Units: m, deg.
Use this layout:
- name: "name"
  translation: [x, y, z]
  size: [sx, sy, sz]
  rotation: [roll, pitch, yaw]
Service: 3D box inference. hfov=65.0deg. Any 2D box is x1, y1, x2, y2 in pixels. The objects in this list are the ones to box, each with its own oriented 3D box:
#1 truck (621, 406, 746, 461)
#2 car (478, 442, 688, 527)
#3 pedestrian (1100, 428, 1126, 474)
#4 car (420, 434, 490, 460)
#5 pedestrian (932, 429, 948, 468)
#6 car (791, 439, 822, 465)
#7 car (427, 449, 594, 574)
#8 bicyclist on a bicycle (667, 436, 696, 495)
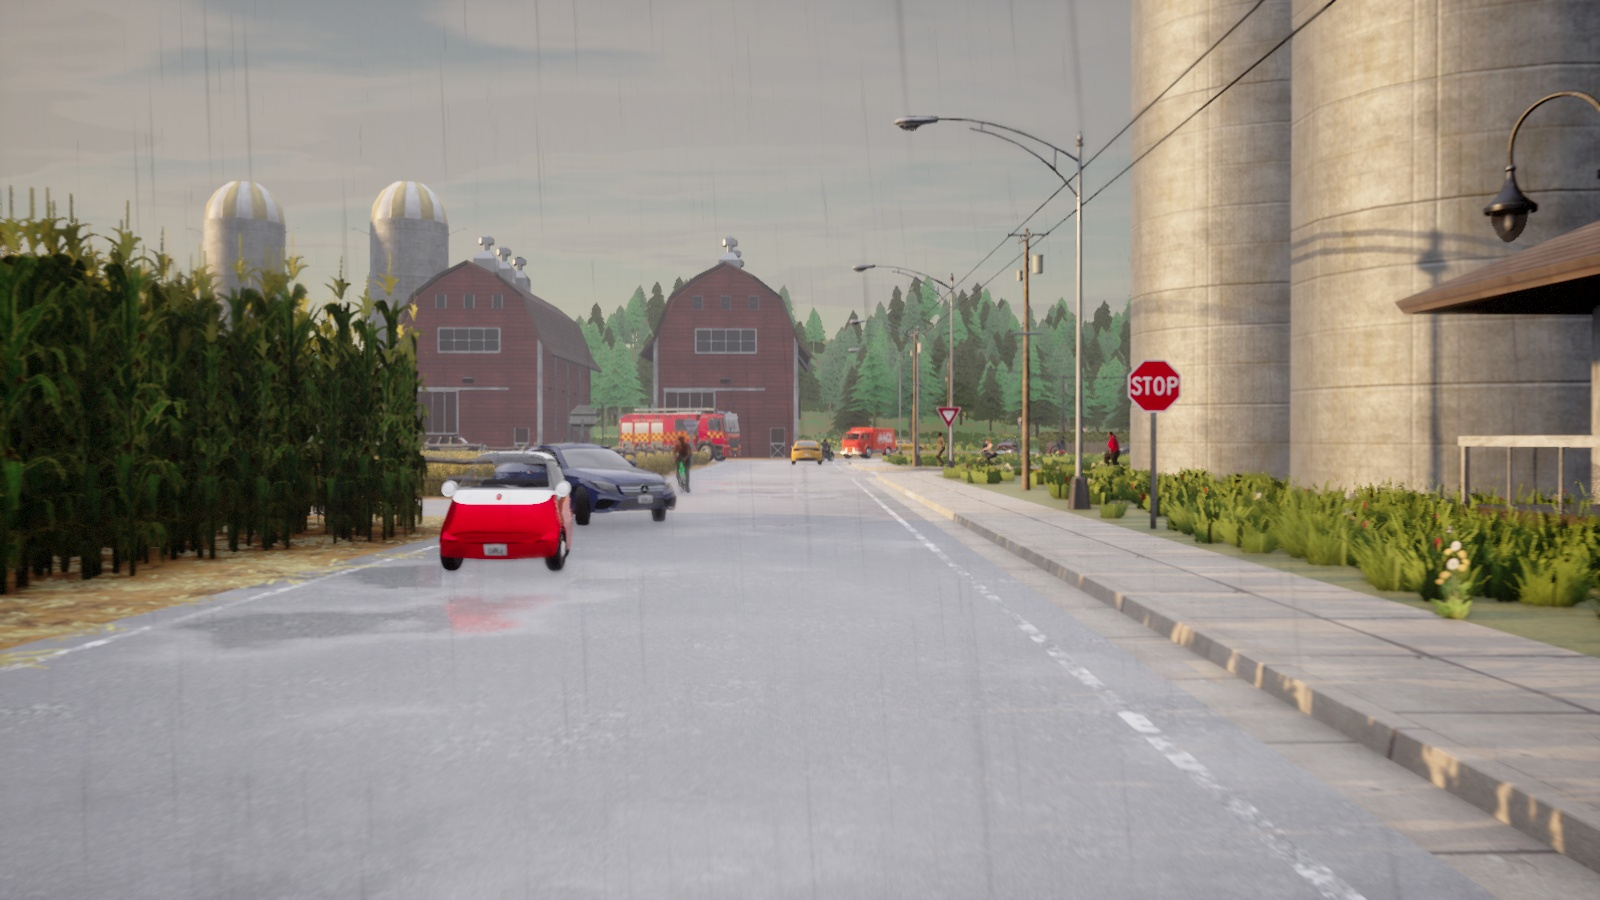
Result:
- name: "truck"
  translation: [-8.345, -1.151, 90.078]
  size: [8.468, 3.827, 2.891]
  rotation: [0, 0, 18]
- name: "car"
  translation: [-4.224, 0.578, 23.822]
  size: [1.812, 1.442, 4.674]
  rotation: [0, 1, -40]
- name: "pedestrian"
  translation: [12.722, 0.031, 51.093]
  size: [0.899, 1.844, 0.634]
  rotation: [0, 0, 3]
- name: "car"
  translation: [-24.950, -0.217, 91.019]
  size: [4.605, 1.855, 1.932]
  rotation: [0, 0, -3]
- name: "pedestrian"
  translation: [7.003, -0.076, 62.724]
  size: [0.692, 1.930, 0.396]
  rotation: [0, 0, -21]
- name: "car"
  translation: [0.423, 0.101, 78.973]
  size: [1.882, 1.535, 5.008]
  rotation: [0, 0, 0]
- name: "car"
  translation: [-3.402, 0.679, 15.053]
  size: [1.481, 1.376, 2.207]
  rotation: [0, 0, 0]
- name: "bicyclist on a bicycle"
  translation: [-3.314, 0.416, 35.290]
  size: [0.582, 1.620, 1.656]
  rotation: [0, 1, 2]
